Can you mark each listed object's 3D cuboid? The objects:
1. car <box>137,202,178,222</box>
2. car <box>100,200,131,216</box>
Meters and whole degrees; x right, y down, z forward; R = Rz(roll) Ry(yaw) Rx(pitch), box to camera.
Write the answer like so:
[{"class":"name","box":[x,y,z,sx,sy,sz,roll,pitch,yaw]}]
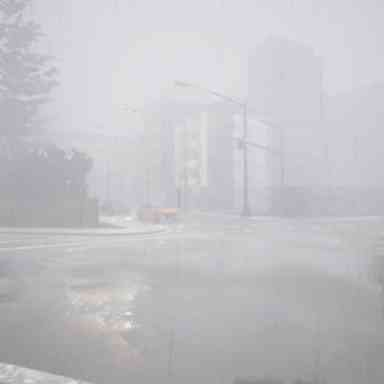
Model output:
[{"class":"car","box":[-2.995,1.664,28.286,1.882,1.535,5.008,0,0,-33]},{"class":"car","box":[-8.441,1.616,36.539,2.097,1.767,4.553,0,-1,-33]}]
